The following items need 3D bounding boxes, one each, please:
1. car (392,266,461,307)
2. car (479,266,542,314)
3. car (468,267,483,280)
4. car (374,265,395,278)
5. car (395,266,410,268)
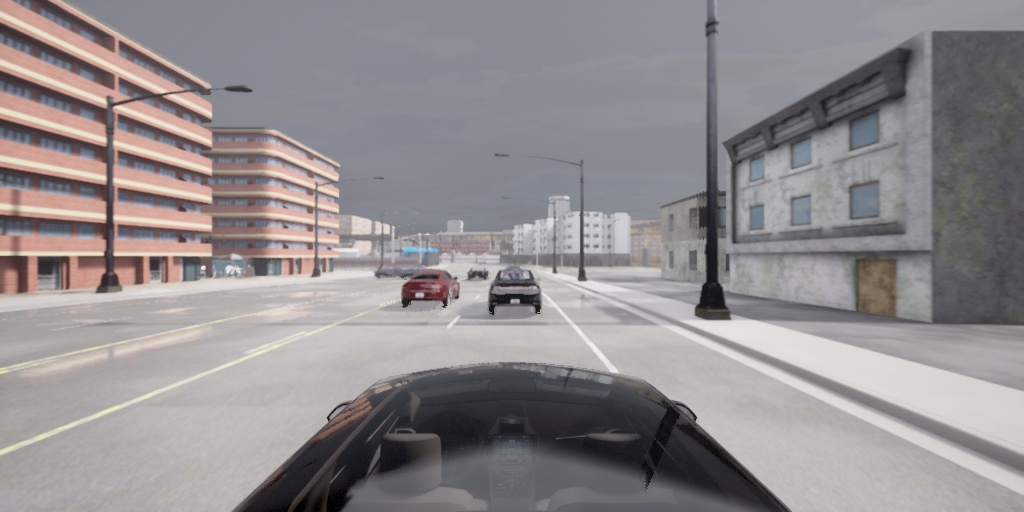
[{"bbox_3d":[-3.394,1.309,15.502,1.812,1.442,4.674,0,-1,0],"label":"car"},{"bbox_3d":[0.105,1.255,13.857,2.128,1.511,4.902,0,-1,0],"label":"car"},{"bbox_3d":[-3.387,1.768,37.071,1.895,1.301,4.718,0,-1,0],"label":"car"},{"bbox_3d":[-14.075,1.793,41.345,2.033,1.411,5.357,0,-1,0],"label":"car"},{"bbox_3d":[-10.579,1.748,38.911,2.033,1.411,5.357,0,-1,0],"label":"car"}]
